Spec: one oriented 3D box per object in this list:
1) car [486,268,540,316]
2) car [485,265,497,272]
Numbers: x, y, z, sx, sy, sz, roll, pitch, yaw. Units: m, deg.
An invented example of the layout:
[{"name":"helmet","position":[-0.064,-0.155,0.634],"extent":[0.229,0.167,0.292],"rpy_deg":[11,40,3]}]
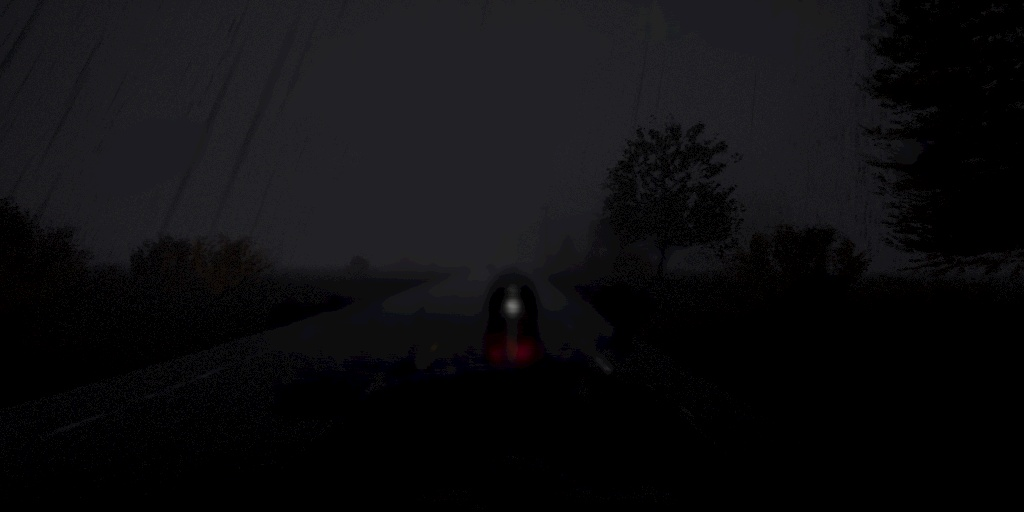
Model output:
[{"name":"car","position":[0.039,1.419,14.190],"extent":[1.837,1.490,4.892],"rpy_deg":[0,0,0]},{"name":"car","position":[-3.570,2.084,60.409],"extent":[1.895,1.301,4.718],"rpy_deg":[0,-1,1]}]
